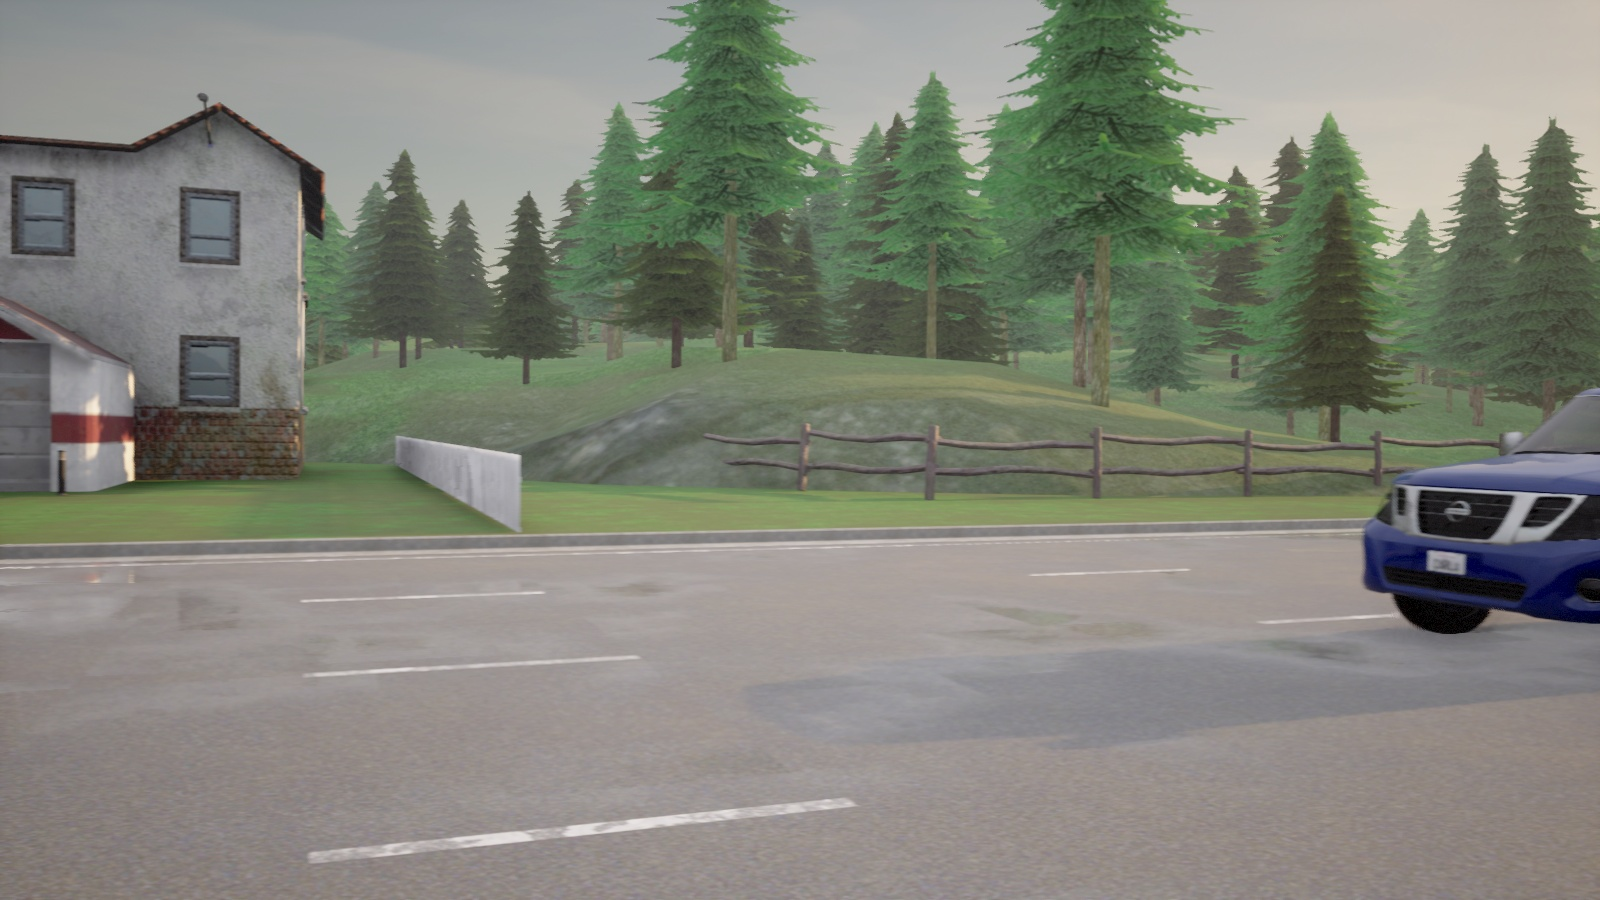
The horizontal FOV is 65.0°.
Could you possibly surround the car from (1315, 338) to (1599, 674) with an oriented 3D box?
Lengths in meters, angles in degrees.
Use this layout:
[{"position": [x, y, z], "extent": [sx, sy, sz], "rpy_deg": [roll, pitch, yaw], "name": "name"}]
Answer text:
[{"position": [6.940, 0.285, 9.612], "extent": [5.566, 2.045, 2.150], "rpy_deg": [-1, 1, -21], "name": "car"}]
